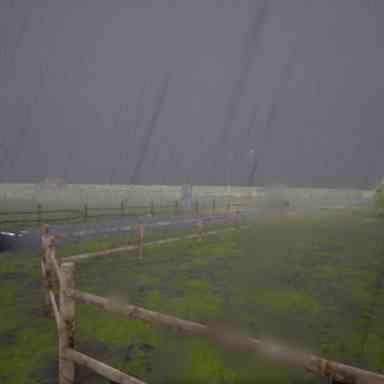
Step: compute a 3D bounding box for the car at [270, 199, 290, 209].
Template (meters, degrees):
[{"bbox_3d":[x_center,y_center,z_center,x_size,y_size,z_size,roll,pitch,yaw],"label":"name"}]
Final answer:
[{"bbox_3d":[13.423,1.825,50.806,1.994,1.385,4.181,2,1,35],"label":"car"}]
